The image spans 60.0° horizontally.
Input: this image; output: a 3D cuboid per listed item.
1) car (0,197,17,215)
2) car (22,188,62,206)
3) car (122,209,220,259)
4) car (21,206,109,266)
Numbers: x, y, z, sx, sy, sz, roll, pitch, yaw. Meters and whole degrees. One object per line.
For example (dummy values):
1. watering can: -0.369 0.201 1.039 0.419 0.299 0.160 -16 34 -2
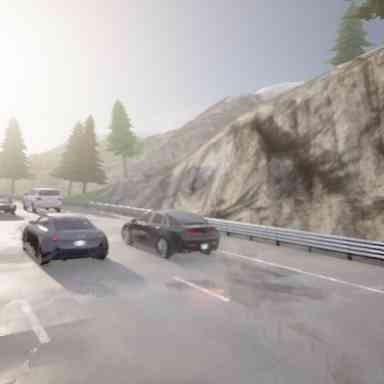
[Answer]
1. car: -14.766 1.037 25.296 1.895 1.301 4.718 1 0 -38
2. car: -13.005 0.684 28.757 2.150 2.045 5.566 1 1 -38
3. car: -0.984 1.402 12.398 1.837 1.490 4.892 1 1 -35
4. car: -4.331 1.379 11.074 1.994 1.385 4.181 1 0 -35
